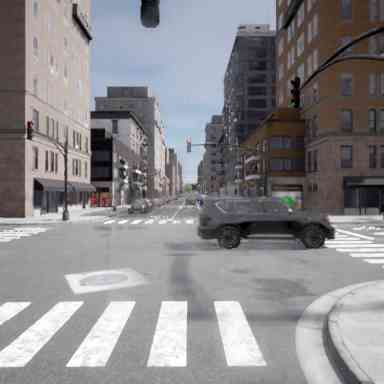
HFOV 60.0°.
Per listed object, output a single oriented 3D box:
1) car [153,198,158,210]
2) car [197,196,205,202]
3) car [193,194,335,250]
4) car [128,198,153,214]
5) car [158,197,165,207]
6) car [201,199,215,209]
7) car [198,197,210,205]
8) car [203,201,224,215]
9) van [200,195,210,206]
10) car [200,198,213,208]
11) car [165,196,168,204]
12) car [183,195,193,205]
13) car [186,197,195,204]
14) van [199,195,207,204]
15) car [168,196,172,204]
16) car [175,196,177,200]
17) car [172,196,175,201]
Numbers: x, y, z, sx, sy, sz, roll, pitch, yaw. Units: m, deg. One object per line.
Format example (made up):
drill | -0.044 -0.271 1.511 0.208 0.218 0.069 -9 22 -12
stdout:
car | -5.752 1.551 41.630 1.967 1.590 4.097 0 0 0
car | 2.252 1.725 85.720 1.967 1.590 4.097 0 0 0
car | 2.953 1.226 13.905 5.566 2.045 2.150 0 0 0
car | -5.750 1.533 36.119 1.967 1.590 4.097 0 0 0
car | -5.757 1.730 52.651 1.802 1.307 4.206 0 0 0
car | 2.270 1.710 47.145 1.802 1.307 4.206 0 0 0
car | 2.262 1.741 63.676 2.008 1.369 4.403 0 0 0
car | 2.275 1.659 36.122 1.947 1.339 4.313 0 0 0
van | 2.265 1.509 58.166 1.690 1.788 3.998 0 0 0
car | 2.267 1.714 52.655 1.947 1.339 4.313 0 0 0
car | -5.760 1.719 58.162 2.008 1.369 4.403 0 0 0
car | -0.275 1.736 63.256 2.033 1.411 5.357 0 0 0
car | -0.369 1.828 73.602 1.895 1.301 4.718 0 0 0
van | 2.259 1.554 69.188 1.690 1.788 3.998 0 0 0
car | -5.766 1.653 69.183 1.967 1.590 4.097 0 0 0
car | -5.776 1.854 91.226 1.887 1.381 4.507 0 0 0
car | -5.771 1.812 80.204 2.008 1.369 4.403 0 0 0
